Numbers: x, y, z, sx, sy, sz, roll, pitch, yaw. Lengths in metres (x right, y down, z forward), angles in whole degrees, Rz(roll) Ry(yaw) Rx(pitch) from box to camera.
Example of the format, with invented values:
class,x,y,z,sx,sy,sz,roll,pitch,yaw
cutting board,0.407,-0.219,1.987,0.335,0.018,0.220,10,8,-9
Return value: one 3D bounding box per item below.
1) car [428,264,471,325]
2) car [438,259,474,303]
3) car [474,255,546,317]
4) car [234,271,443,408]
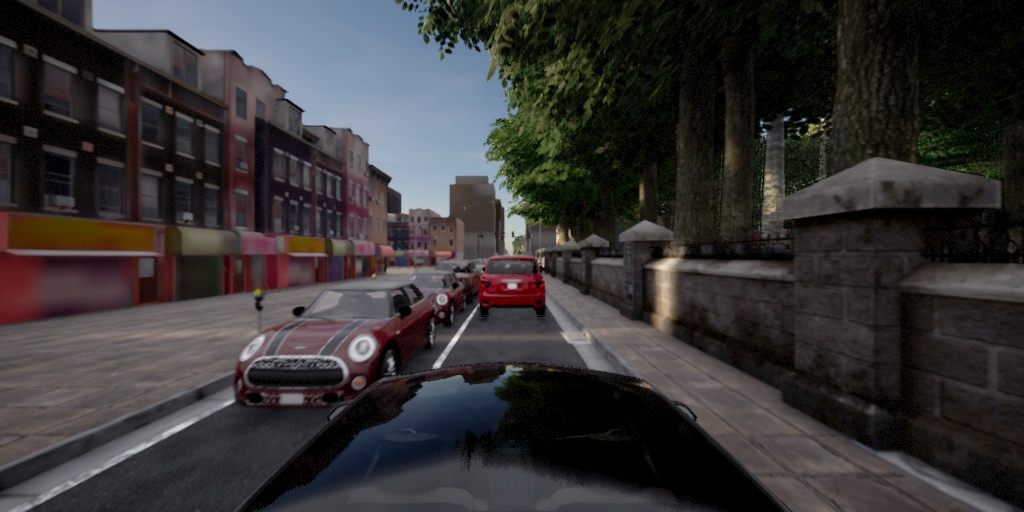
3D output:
class,x,y,z,sx,sy,sz,roll,pitch,yaw
car,-2.639,1.203,11.579,1.967,1.591,4.097,0,0,0
car,-2.635,1.085,16.850,2.192,1.841,5.009,0,0,0
car,0.040,0.989,13.434,2.150,2.045,5.566,0,0,1
car,-2.644,1.196,6.308,1.967,1.591,4.097,0,0,0
